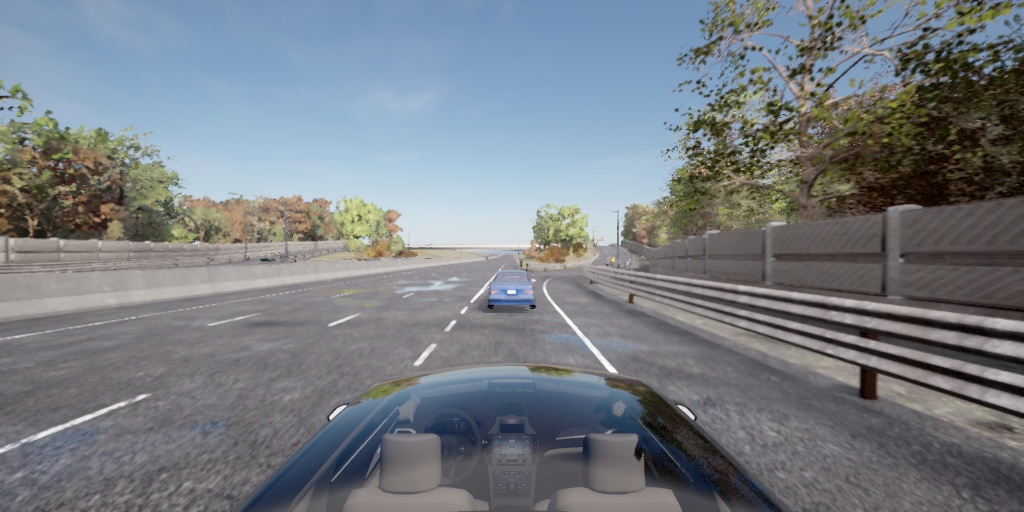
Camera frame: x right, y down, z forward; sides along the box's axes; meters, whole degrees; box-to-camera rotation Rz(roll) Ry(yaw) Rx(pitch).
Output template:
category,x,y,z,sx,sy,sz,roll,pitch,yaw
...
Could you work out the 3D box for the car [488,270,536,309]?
category,x,y,z,sx,sy,sz,roll,pitch,yaw
car,0.017,1.301,15.002,2.033,1.411,5.357,0,0,1
